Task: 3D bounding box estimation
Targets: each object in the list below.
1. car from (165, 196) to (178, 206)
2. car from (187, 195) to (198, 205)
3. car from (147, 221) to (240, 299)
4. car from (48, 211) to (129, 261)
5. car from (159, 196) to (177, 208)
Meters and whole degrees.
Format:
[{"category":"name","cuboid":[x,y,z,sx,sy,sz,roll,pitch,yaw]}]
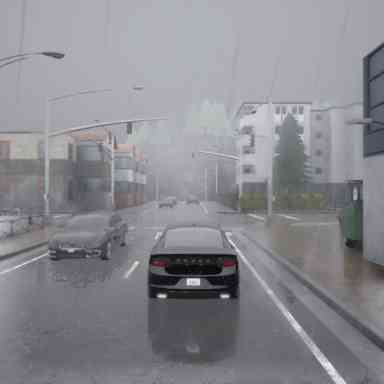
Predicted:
[{"category":"car","cuboid":[-3.565,1.477,57.730,1.882,1.535,5.008,0,0,1]},{"category":"car","cuboid":[0.104,1.352,60.303,2.097,1.767,4.553,0,0,0]},{"category":"car","cuboid":[0.050,1.478,8.498,1.882,1.535,5.008,0,0,1]},{"category":"car","cuboid":[-3.597,1.505,12.328,1.837,1.490,4.892,0,0,0]},{"category":"car","cuboid":[-3.579,1.547,47.416,2.033,1.411,5.357,0,0,0]}]
